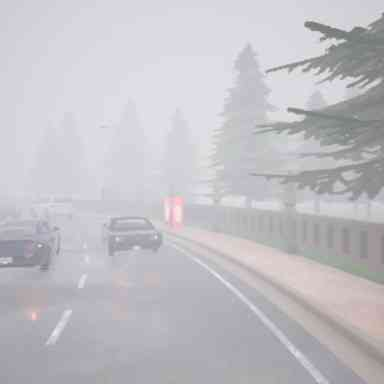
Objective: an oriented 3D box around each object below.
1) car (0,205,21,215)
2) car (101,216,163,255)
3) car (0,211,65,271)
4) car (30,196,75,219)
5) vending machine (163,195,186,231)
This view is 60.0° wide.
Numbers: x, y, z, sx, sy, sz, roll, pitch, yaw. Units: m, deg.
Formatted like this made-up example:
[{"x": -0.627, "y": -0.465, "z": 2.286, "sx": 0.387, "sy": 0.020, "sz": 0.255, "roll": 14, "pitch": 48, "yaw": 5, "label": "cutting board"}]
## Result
[{"x": -16.407, "y": 1.770, "z": 28.470, "sx": 4.718, "sy": 1.301, "sz": 1.895, "roll": -1, "pitch": 0, "yaw": 43, "label": "car"}, {"x": -2.628, "y": 1.639, "z": 13.558, "sx": 1.895, "sy": 1.301, "sz": 4.718, "roll": 0, "pitch": 0, "yaw": -19, "label": "car"}, {"x": -5.379, "y": 1.583, "z": 10.705, "sx": 1.812, "sy": 1.442, "sz": 4.674, "roll": 0, "pitch": 0, "yaw": -16, "label": "car"}, {"x": -12.323, "y": 1.358, "z": 29.300, "sx": 2.150, "sy": 2.045, "sz": 5.566, "roll": 0, "pitch": 0, "yaw": -43, "label": "car"}, {"x": -1.069, "y": 1.229, "z": 20.224, "sx": 1.100, "sy": 2.100, "sz": 0.880, "roll": 0, "pitch": 0, "yaw": -26, "label": "vending machine"}]
